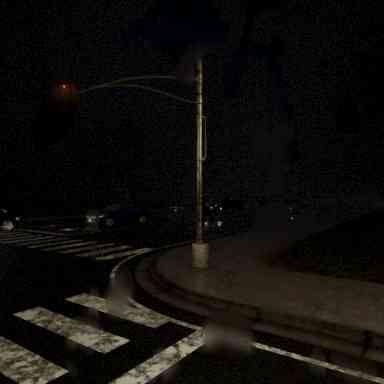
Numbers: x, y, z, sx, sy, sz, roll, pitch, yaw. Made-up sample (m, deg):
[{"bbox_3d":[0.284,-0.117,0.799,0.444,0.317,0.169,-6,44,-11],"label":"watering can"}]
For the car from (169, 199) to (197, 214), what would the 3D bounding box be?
[{"bbox_3d":[-0.089,1.451,34.666,2.033,1.411,5.357,0,0,35],"label":"car"}]

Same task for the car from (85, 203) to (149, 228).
[{"bbox_3d":[-4.849,1.465,22.169,1.812,1.442,4.674,0,0,36],"label":"car"}]

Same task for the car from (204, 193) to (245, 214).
[{"bbox_3d":[3.414,1.104,34.009,2.150,2.045,5.566,0,1,35],"label":"car"}]

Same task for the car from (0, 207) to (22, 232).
[{"bbox_3d":[-11.793,1.483,17.882,1.837,1.490,4.892,0,0,35],"label":"car"}]

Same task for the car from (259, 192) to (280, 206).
[{"bbox_3d":[12.516,1.056,52.578,2.150,2.045,5.566,0,0,35],"label":"car"}]

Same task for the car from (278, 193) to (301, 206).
[{"bbox_3d":[15.232,1.363,50.790,1.837,1.490,4.892,0,0,35],"label":"car"}]
